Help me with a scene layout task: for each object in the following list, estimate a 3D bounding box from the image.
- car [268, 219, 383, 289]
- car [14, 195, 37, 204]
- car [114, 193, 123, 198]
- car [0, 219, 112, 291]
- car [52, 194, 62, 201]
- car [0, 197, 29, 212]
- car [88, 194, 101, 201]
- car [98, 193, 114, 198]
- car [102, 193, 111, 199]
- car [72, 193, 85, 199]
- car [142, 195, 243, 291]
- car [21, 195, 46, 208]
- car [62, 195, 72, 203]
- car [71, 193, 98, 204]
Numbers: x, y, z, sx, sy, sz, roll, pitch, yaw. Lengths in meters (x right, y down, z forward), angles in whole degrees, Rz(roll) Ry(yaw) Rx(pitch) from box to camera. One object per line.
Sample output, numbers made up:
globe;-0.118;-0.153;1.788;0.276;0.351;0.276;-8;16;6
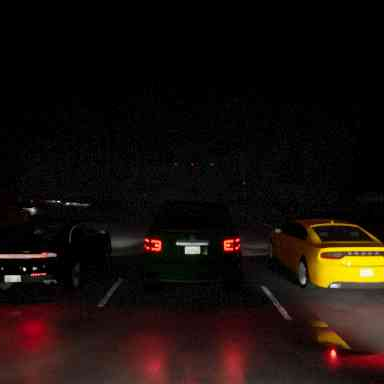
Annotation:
car;3.477;1.467;9.143;1.882;1.535;5.008;0;0;0
car;-28.957;1.275;58.062;1.812;1.442;4.674;0;0;0
car;-18.788;0.982;80.042;2.097;1.767;4.553;0;0;-1
car;-3.519;1.481;8.945;2.128;1.511;4.902;0;0;0
car;-29.169;1.218;72.992;1.994;1.385;4.181;0;0;-1
car;-18.060;1.449;31.583;2.033;1.411;5.357;0;0;-1
car;-22.218;1.202;75.911;1.994;1.385;4.181;0;0;-1
car;-18.629;1.232;70.732;1.994;1.385;4.181;0;0;-1
car;-22.870;1.052;89.278;1.882;1.535;5.008;0;0;-7
car;-29.704;1.063;87.204;1.882;1.535;5.008;0;0;-4
car;-0.011;1.211;9.089;2.150;2.045;5.566;0;0;0
car;-21.795;1.175;45.479;2.097;1.767;4.553;0;0;-1
car;-22.008;1.292;61.945;1.994;1.385;4.181;0;0;0
car;-18.476;1.302;57.310;2.033;1.411;5.357;0;0;-1
